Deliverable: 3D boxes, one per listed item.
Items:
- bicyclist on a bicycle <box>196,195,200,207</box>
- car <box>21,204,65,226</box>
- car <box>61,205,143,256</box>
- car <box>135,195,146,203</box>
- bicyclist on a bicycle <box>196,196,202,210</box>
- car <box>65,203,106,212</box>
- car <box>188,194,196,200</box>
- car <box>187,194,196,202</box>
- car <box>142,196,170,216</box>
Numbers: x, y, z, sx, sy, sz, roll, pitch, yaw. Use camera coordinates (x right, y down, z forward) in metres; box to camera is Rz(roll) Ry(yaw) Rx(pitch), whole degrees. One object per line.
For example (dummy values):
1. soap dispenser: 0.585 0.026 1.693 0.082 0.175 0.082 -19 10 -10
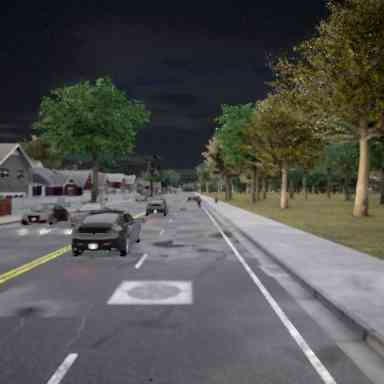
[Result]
1. bicyclist on a bicycle: 0.882 1.315 48.094 0.582 1.620 1.656 0 0 0
2. car: -9.852 1.499 22.701 1.994 1.385 4.181 0 0 0
3. car: -3.153 1.468 13.016 1.837 1.490 4.892 0 0 0
4. car: -9.782 1.323 64.150 1.837 1.490 4.892 0 0 0
5. bicyclist on a bicycle: 0.884 1.341 39.090 0.582 1.620 1.656 0 0 0
6. car: -6.596 1.462 22.278 1.812 1.442 4.674 0 0 0
7. car: -0.022 1.267 83.365 1.895 1.301 4.718 0 0 0
8. car: -0.019 1.324 72.645 1.812 1.442 4.674 0 0 0
9. car: -3.155 1.416 31.037 1.837 1.490 4.892 0 0 0
